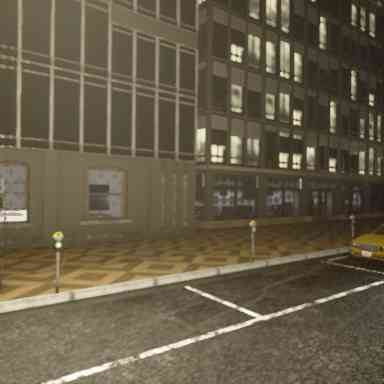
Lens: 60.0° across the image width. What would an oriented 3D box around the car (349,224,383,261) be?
[{"bbox_3d":[7.454,1.643,11.856,4.829,1.417,1.752,1,0,-35],"label":"car"}]
